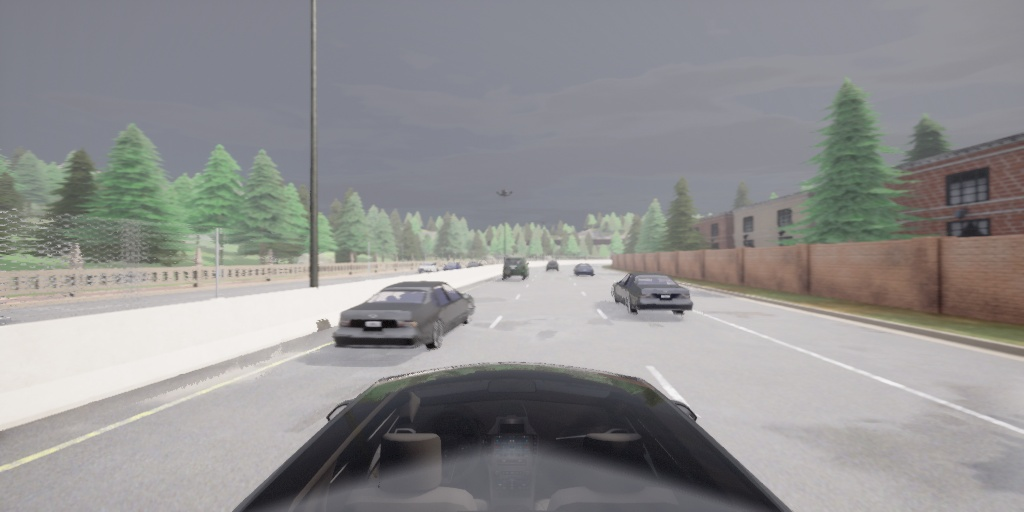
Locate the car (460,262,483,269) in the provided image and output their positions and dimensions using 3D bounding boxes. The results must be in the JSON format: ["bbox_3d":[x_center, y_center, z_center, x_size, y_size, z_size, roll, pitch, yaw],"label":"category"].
[{"bbox_3d":[-5.185,1.626,48.869,1.837,1.490,4.892,0,-1,7],"label":"car"}]

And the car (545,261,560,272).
[{"bbox_3d":[6.169,1.592,54.800,1.837,1.490,4.892,0,-1,6],"label":"car"}]

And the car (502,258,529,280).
[{"bbox_3d":[0.414,1.205,34.594,2.150,2.045,5.566,0,0,6],"label":"car"}]

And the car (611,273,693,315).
[{"bbox_3d":[5.176,1.352,13.918,2.033,1.411,5.357,0,0,6],"label":"car"}]

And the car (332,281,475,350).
[{"bbox_3d":[-2.370,1.367,9.351,2.033,1.411,5.357,0,0,6],"label":"car"}]

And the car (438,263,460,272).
[{"bbox_3d":[-8.469,1.680,50.858,1.812,1.442,4.674,0,-1,7],"label":"car"}]

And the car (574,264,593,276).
[{"bbox_3d":[8.195,1.544,41.244,1.994,1.385,4.181,0,0,6],"label":"car"}]

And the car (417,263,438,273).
[{"bbox_3d":[-11.947,1.705,51.247,1.812,1.442,4.674,0,-1,7],"label":"car"}]
